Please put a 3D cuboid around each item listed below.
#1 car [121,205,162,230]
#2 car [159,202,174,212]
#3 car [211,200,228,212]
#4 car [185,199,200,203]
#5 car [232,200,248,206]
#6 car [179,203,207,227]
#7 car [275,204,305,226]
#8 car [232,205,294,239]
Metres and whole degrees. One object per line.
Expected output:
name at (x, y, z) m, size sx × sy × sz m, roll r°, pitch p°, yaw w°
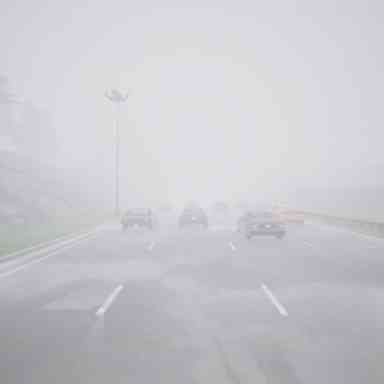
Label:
car at (-3.407, 1.774, 22.498) m, size 1.895 × 1.301 × 4.718 m, roll 0°, pitch 0°, yaw 0°
car at (-3.422, 1.934, 43.539) m, size 1.895 × 1.301 × 4.718 m, roll 0°, pitch 0°, yaw 0°
car at (3.579, 1.811, 43.546) m, size 1.882 × 1.535 × 5.008 m, roll 0°, pitch -1°, yaw 0°
car at (0.099, 1.879, 49.184) m, size 1.837 × 1.490 × 4.892 m, roll 0°, pitch -1°, yaw 0°
car at (7.095, 1.904, 49.242) m, size 1.812 × 1.442 × 4.674 m, roll 0°, pitch -1°, yaw -2°
car at (0.092, 1.752, 24.543) m, size 1.994 × 1.385 × 4.181 m, roll 0°, pitch 0°, yaw 0°
car at (7.094, 1.674, 25.574) m, size 1.882 × 1.535 × 5.008 m, roll 0°, pitch 0°, yaw 0°
car at (3.594, 1.687, 18.170) m, size 2.033 × 1.411 × 5.357 m, roll 0°, pitch 0°, yaw 0°
